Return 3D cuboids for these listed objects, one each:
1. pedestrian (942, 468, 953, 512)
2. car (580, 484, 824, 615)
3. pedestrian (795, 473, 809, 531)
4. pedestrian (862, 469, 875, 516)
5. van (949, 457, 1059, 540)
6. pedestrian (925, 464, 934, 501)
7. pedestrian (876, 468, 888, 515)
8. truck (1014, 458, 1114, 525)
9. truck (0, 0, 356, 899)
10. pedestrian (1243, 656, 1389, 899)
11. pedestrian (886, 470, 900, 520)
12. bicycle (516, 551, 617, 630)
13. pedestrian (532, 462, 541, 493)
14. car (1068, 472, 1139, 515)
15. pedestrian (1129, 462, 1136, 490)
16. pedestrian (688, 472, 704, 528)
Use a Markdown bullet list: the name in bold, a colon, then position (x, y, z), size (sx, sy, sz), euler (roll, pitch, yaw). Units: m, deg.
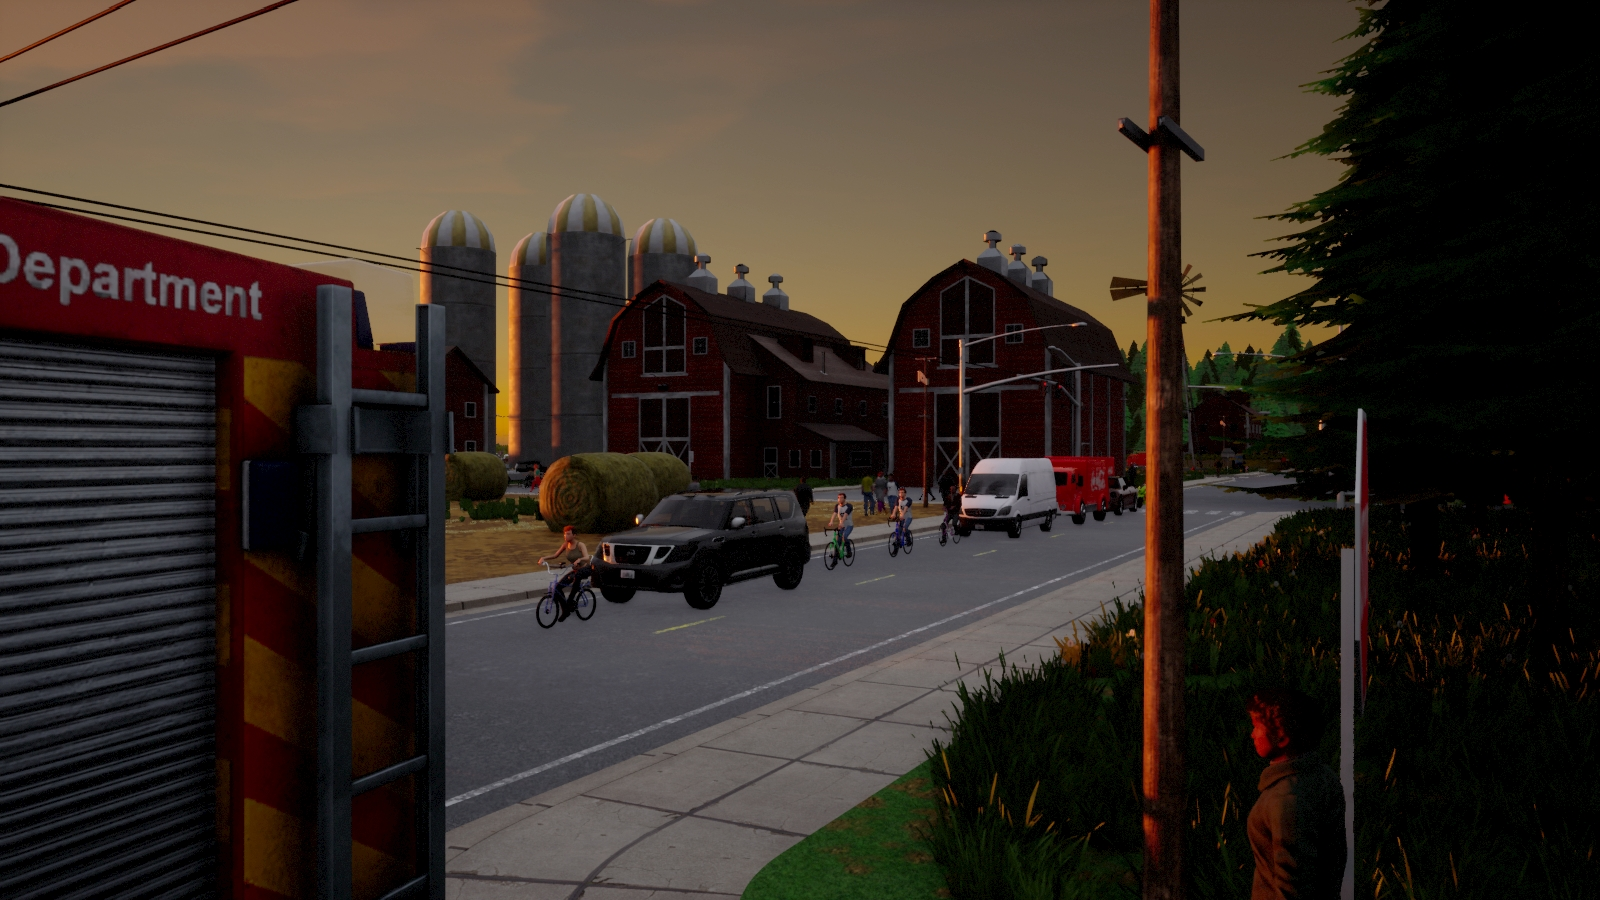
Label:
- **pedestrian**: position (6.216, 1.689, 48.220), size (0.375, 1.860, 0.375), euler (0, 0, 26)
- **car**: position (-1.714, 1.779, 22.410), size (2.150, 2.045, 5.566), euler (0, 0, 27)
- **pedestrian**: position (0.064, 1.686, 37.347), size (0.375, 1.860, 0.375), euler (0, 0, 16)
- **pedestrian**: position (2.737, 1.678, 45.661), size (0.375, 1.860, 0.375), euler (0, 0, 35)
- **van**: position (7.057, 1.534, 38.936), size (1.988, 2.561, 5.915), euler (0, 0, 28)
- **pedestrian**: position (6.625, 1.670, 58.626), size (0.375, 1.860, 0.375), euler (0, 0, 21)
- **pedestrian**: position (3.327, 1.676, 46.332), size (0.375, 1.860, 0.375), euler (0, 0, 34)
- **truck**: position (10.542, 1.568, 45.365), size (2.627, 2.467, 5.204), euler (0, 0, 28)
- **truck**: position (-5.949, 0.867, 3.831), size (8.468, 3.827, 2.891), euler (0, 0, 19)
- **pedestrian**: position (1.718, 1.663, 3.796), size (0.375, 1.860, 0.375), euler (0, 0, 36)
- **pedestrian**: position (3.508, 1.690, 43.107), size (0.375, 1.860, 0.375), euler (0, 0, 31)
- **bicycle**: position (-3.780, 2.256, 18.561), size (0.859, 1.080, 1.487), euler (0, 0, 28)
- **pedestrian**: position (-15.902, 1.670, 68.995), size (0.375, 1.860, 0.375), euler (0, 0, 34)
- **car**: position (13.639, 1.903, 51.214), size (2.097, 1.767, 4.553), euler (0, 0, 28)
- **pedestrian**: position (21.642, 1.696, 74.434), size (0.375, 1.860, 0.375), euler (0, 0, 27)
- **pedestrian**: position (-3.501, 1.679, 38.544), size (0.375, 1.860, 0.375), euler (0, 0, 32)
